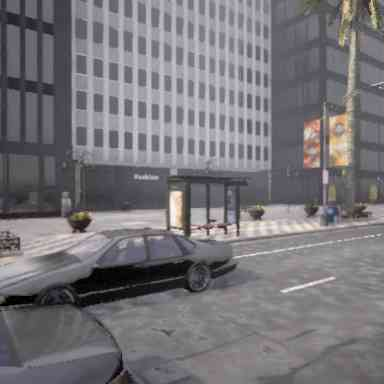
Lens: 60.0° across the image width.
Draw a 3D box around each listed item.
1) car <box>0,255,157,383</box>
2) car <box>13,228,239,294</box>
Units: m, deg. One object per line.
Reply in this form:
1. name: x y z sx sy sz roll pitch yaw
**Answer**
1. car: -2.985 1.550 1.864 5.357 1.411 2.033 0 0 -35
2. car: -1.431 1.543 7.269 5.357 1.411 2.033 0 0 -35
